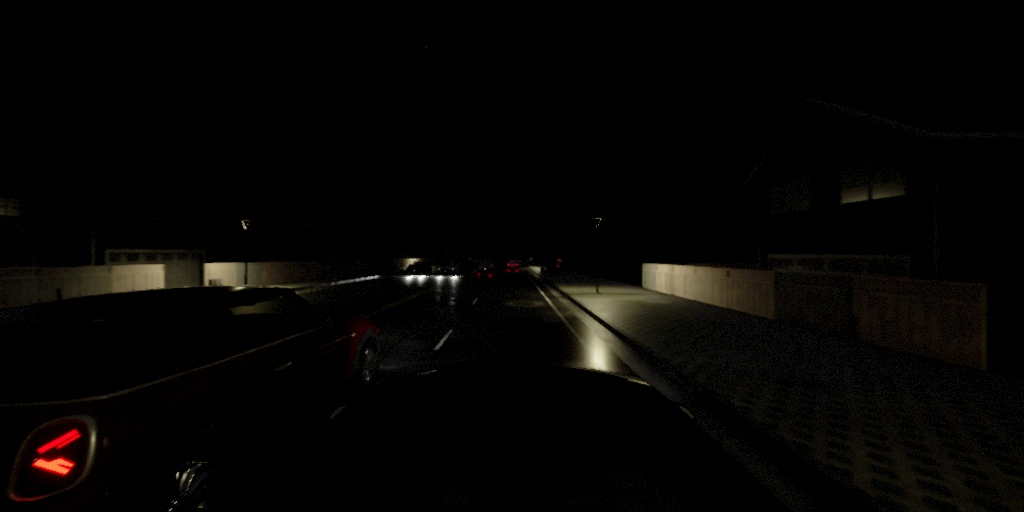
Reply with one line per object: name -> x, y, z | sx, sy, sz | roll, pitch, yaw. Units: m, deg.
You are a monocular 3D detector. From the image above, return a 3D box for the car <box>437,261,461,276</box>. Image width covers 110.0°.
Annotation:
car -> -6.586, 1.266, 37.877 | 1.812, 1.442, 4.674 | 0, 0, 0

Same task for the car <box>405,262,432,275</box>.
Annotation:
car -> -9.835, 1.304, 37.987 | 1.994, 1.385, 4.181 | 0, 0, 0

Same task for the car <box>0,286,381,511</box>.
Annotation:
car -> -3.149, 1.102, 3.915 | 2.097, 1.767, 4.553 | 0, 0, 0

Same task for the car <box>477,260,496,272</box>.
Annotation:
car -> -3.150, 1.267, 44.652 | 1.812, 1.442, 4.674 | 0, 0, 0

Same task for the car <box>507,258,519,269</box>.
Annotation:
car -> 0.100, 1.345, 56.895 | 1.895, 1.301, 4.718 | 0, 0, 0
